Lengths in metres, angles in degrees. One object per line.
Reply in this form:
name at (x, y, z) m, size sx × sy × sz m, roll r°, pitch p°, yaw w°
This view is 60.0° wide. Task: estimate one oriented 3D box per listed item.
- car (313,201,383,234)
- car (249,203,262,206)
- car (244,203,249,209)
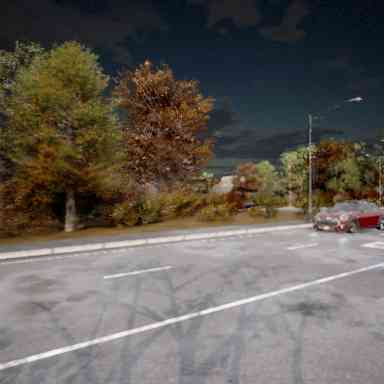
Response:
car at (8.932, 1.312, 18.830) m, size 4.553 × 1.767 × 2.097 m, roll 0°, pitch 0°, yaw -34°
car at (10.126, 2.548, 58.414) m, size 1.895 × 1.301 × 4.718 m, roll 0°, pitch -3°, yaw -32°
car at (6.820, 2.471, 57.085) m, size 2.128 × 1.511 × 4.902 m, roll 0°, pitch -3°, yaw -32°
